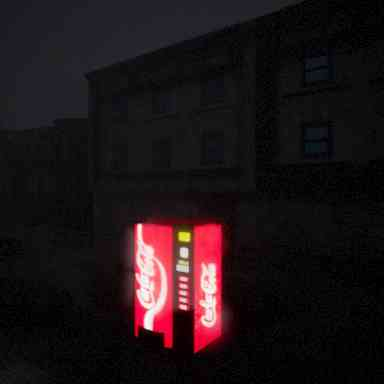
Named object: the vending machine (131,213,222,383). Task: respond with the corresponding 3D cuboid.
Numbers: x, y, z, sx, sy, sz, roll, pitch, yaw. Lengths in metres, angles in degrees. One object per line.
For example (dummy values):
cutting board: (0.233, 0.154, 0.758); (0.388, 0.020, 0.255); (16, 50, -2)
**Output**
vending machine: (-0.204, 1.415, 4.998); (0.880, 2.100, 1.100); (0, 0, 36)
